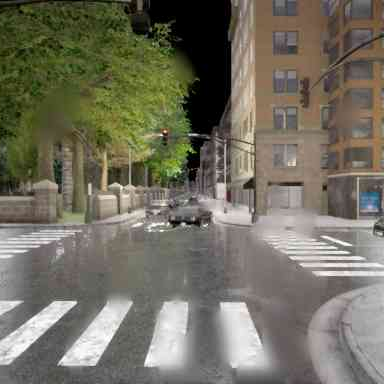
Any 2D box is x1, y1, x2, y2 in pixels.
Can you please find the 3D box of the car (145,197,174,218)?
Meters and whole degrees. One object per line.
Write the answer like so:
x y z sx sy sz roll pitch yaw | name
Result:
-3.007 1.472 29.740 2.128 1.511 4.902 0 0 0 | car

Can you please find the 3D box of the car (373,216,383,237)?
11.009 1.366 15.502 4.553 1.767 2.097 0 0 1 | car

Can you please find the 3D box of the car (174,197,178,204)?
-2.994 1.562 39.823 1.895 1.301 4.718 0 0 0 | car

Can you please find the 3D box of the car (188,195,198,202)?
0.227 1.424 70.695 1.812 1.442 4.674 0 0 0 | car

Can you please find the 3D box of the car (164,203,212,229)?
0.032 1.593 21.717 1.895 1.301 4.718 0 0 15 | car
